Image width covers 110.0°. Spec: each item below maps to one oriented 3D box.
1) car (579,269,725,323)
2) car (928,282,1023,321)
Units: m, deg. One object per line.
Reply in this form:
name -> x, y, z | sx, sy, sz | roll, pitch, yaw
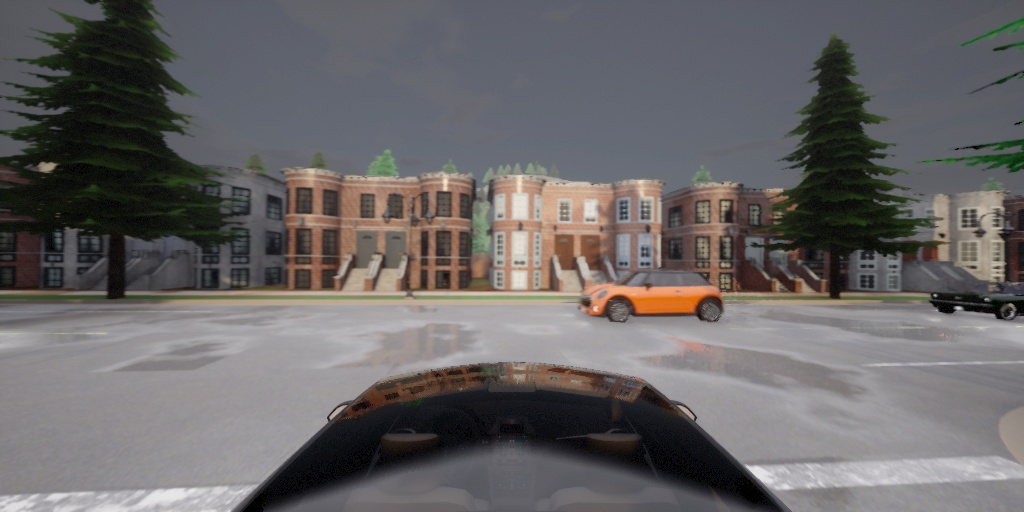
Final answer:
car -> 4.642, 1.245, 12.294 | 4.553, 1.767, 2.097 | 1, -1, -5
car -> 18.877, 1.663, 13.606 | 4.718, 1.301, 1.895 | 1, -1, -5
